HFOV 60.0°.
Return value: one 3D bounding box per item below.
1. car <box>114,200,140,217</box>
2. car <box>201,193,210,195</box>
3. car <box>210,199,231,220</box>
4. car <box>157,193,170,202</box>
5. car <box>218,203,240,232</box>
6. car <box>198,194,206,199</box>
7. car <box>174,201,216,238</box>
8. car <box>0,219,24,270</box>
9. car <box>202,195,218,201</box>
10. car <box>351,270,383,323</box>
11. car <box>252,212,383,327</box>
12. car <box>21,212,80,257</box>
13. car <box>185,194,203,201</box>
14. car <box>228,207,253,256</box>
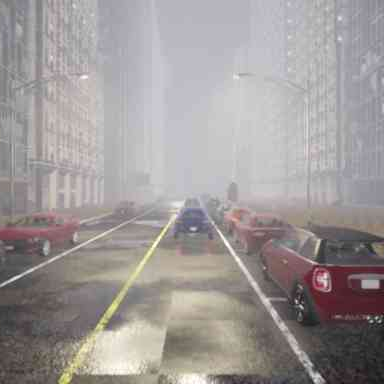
[{"bbox_3d":[-5.743,1.399,29.714,1.887,1.381,4.507,0,0,0],"label":"car"},{"bbox_3d":[2.592,1.264,52.633,1.752,1.417,4.829,0,0,0],"label":"car"},{"bbox_3d":[2.649,1.427,24.019,2.008,1.369,4.403,0,0,0],"label":"car"},{"bbox_3d":[-5.811,1.242,63.848,2.008,1.369,4.403,0,0,0],"label":"car"},{"bbox_3d":[2.660,1.487,18.331,1.802,1.307,4.206,0,0,0],"label":"car"},{"bbox_3d":[2.523,1.166,86.597,1.802,1.307,4.206,0,0,0],"label":"car"},{"bbox_3d":[0.061,1.438,17.014,1.812,1.442,4.674,0,0,0],"label":"car"},{"bbox_3d":[-5.697,1.518,6.958,2.008,1.369,4.403,0,0,0],"label":"car"},{"bbox_3d":[2.615,1.360,41.085,1.947,1.339,4.313,0,0,0],"label":"car"},{"bbox_3d":[2.695,1.542,1.264,2.008,1.369,4.403,0,0,0],"label":"car"},{"bbox_3d":[2.684,1.402,6.951,1.967,1.590,4.097,0,0,0],"label":"car"},{"bbox_3d":[-5.709,1.483,12.647,1.887,1.381,4.507,0,0,0],"label":"car"},{"bbox_3d":[0.016,1.350,42.978,1.994,1.385,4.181,0,0,0],"label":"car"},{"bbox_3d":[2.672,1.478,12.642,1.887,1.381,4.507,0,0,0],"label":"car"}]
